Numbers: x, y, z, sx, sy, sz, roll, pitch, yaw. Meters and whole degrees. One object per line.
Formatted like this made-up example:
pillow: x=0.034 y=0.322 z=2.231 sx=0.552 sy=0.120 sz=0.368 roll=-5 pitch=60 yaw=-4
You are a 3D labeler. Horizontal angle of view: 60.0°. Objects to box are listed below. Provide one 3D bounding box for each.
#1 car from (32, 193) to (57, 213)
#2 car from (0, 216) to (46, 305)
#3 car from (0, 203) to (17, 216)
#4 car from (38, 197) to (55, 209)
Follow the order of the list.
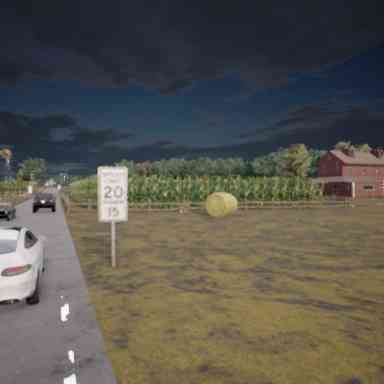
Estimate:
car: x=-15.924 y=1.121 z=35.979 sx=2.150 sy=2.045 sz=5.566 roll=0 pitch=0 yaw=-21
car: x=-4.387 y=1.503 z=7.503 sx=1.812 sy=1.442 sz=4.674 roll=0 pitch=0 yaw=-22
car: x=-14.920 y=1.545 z=25.860 sx=1.895 sy=1.301 sz=4.718 roll=0 pitch=0 yaw=-22
car: x=-19.850 y=1.411 z=45.513 sx=2.033 sy=1.411 sz=5.357 roll=0 pitch=0 yaw=-22
